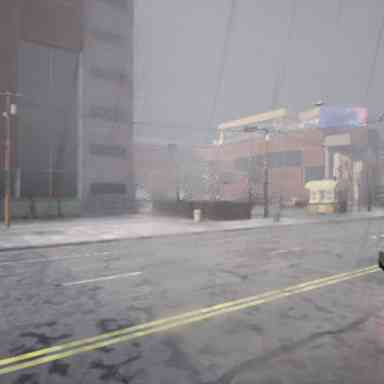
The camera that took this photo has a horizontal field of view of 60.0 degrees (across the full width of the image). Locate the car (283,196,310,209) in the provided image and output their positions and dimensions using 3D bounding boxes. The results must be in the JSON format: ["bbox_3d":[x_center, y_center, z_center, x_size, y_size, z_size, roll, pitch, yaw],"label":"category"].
[{"bbox_3d":[14.504,1.365,45.545,4.553,1.767,2.185,0,0,-36],"label":"car"}]

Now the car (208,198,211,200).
[{"bbox_3d":[3.767,1.685,60.118,4.718,1.301,1.895,0,0,-36],"label":"car"}]

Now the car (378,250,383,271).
[{"bbox_3d":[6.903,1.632,8.671,4.718,1.301,1.895,0,0,-36],"label":"car"}]

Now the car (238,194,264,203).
[{"bbox_3d":[13.403,1.388,75.473,5.566,2.045,2.435,0,0,-36],"label":"car"}]

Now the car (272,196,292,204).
[{"bbox_3d":[18.507,1.612,68.606,3.806,1.475,1.970,0,0,-36],"label":"car"}]

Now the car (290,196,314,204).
[{"bbox_3d":[21.413,1.579,64.605,4.674,1.452,2.002,0,0,-36],"label":"car"}]
